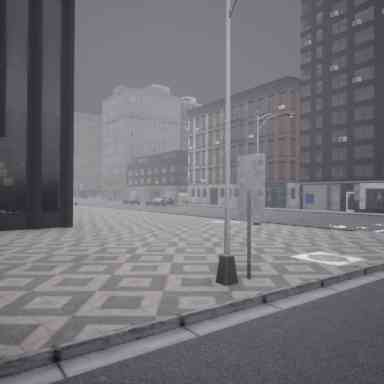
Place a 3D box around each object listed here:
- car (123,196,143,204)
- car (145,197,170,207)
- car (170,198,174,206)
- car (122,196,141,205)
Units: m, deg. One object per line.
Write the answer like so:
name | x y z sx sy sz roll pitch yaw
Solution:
car | -12.319 1.640 68.853 2.128 1.511 4.902 1 0 -36
car | -5.938 1.625 54.267 1.812 1.442 4.674 1 0 -36
car | -4.958 1.636 58.593 1.837 1.490 4.892 1 0 -36
car | -11.388 1.714 61.806 1.895 1.301 4.718 1 0 -36
